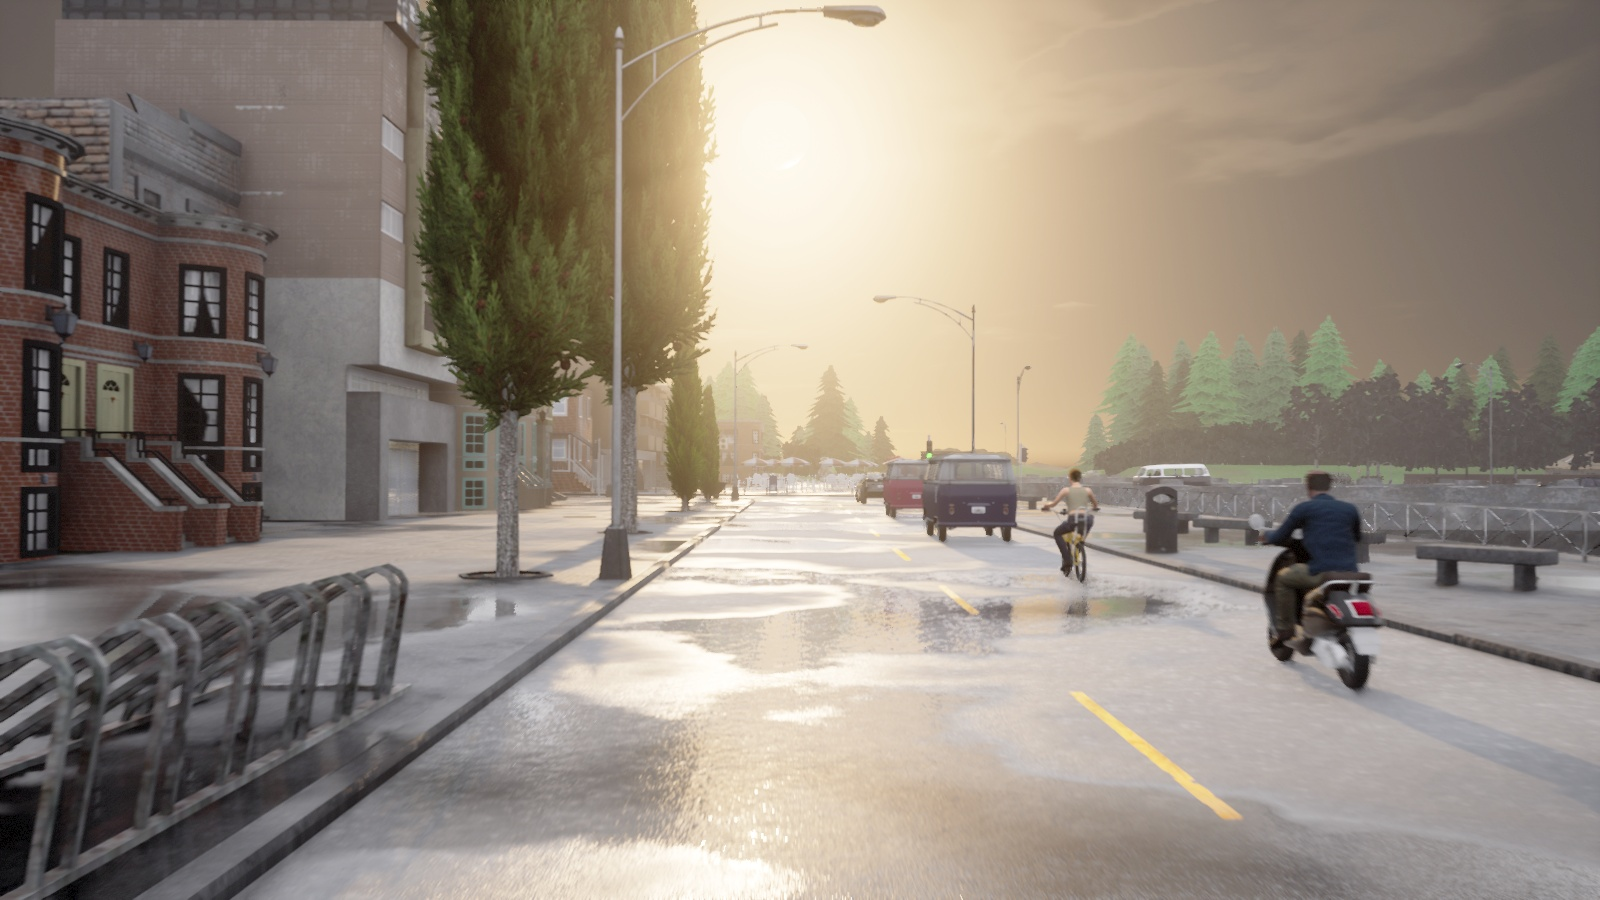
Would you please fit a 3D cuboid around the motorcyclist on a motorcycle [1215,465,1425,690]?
[{"bbox_3d":[3.973,0.916,9.786,0.866,1.590,1.817,0,-1,0],"label":"motorcyclist on a motorcycle"}]

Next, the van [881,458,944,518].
[{"bbox_3d":[3.884,1.288,43.974,1.775,1.987,4.442,0,-1,0],"label":"van"}]

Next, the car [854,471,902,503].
[{"bbox_3d":[3.804,1.783,61.945,2.007,1.525,4.514,0,-1,-1],"label":"car"}]

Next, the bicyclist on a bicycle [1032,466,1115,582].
[{"bbox_3d":[3.947,1.041,18.247,0.866,1.612,1.509,0,-1,0],"label":"bicyclist on a bicycle"}]

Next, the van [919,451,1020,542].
[{"bbox_3d":[3.921,1.050,29.744,1.775,1.987,4.442,0,-1,0],"label":"van"}]

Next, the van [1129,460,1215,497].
[{"bbox_3d":[22.243,1.696,75.164,4.480,2.038,2.069,-2,-1,0],"label":"van"}]

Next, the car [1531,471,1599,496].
[{"bbox_3d":[44.775,1.876,71.261,5.357,1.411,2.033,0,-1,1],"label":"car"}]
